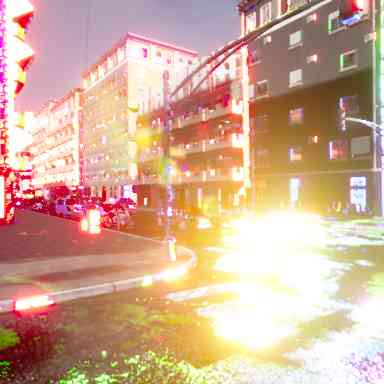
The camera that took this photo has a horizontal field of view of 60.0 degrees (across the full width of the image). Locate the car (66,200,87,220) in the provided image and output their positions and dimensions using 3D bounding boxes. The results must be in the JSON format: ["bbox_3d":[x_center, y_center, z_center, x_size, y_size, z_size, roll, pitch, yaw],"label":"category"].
[{"bbox_3d":[-8.923,1.656,28.357,1.752,1.417,4.829,-1,1,-36],"label":"car"}]

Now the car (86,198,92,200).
[{"bbox_3d":[-13.664,1.725,39.414,1.895,1.301,4.718,-1,0,-36],"label":"car"}]

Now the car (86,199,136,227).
[{"bbox_3d":[-5.794,1.557,24.001,1.967,1.590,4.097,-1,1,-36],"label":"car"}]

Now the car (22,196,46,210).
[{"bbox_3d":[-21.946,1.632,46.468,1.967,1.590,4.097,-1,1,-36],"label":"car"}]

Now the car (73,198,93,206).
[{"bbox_3d":[-18.371,1.652,55.853,1.947,1.339,4.313,-1,1,-36],"label":"car"}]

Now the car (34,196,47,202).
[{"bbox_3d":[-37.754,1.736,82.815,1.887,1.381,4.507,-1,1,-36],"label":"car"}]

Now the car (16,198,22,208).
[{"bbox_3d":[-25.174,1.774,50.962,1.947,1.339,4.313,-1,1,-36],"label":"car"}]

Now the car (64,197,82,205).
[{"bbox_3d":[-21.601,1.654,60.347,2.008,1.369,4.403,-1,1,-36],"label":"car"}]

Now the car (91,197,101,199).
[{"bbox_3d":[-15.142,1.510,51.359,1.967,1.590,4.097,-1,1,-36],"label":"car"}]

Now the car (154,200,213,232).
[{"bbox_3d":[-0.618,1.568,21.261,1.837,1.490,4.892,-1,1,-34],"label":"car"}]

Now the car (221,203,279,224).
[{"bbox_3d":[4.143,1.506,24.537,1.752,1.417,4.829,-1,1,-36],"label":"car"}]

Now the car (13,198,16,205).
[{"bbox_3d":[-31.636,1.787,59.950,1.887,1.381,4.507,-1,1,-36],"label":"car"}]

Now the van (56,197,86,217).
[{"bbox_3d":[-12.256,1.487,32.986,1.690,1.788,3.998,-1,1,-36],"label":"van"}]
